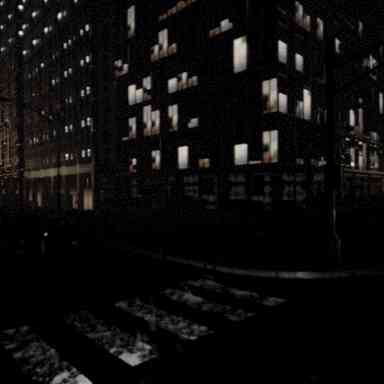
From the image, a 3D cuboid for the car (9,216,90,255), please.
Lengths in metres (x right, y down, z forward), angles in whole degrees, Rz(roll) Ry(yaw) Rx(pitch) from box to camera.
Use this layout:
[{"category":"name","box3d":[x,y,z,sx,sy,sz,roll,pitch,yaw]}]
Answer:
[{"category":"car","box3d":[-5.746,1.660,13.774,2.008,1.369,4.403,-3,1,-42]}]

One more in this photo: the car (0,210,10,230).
[{"category":"car","box3d":[-13.267,1.840,22.140,1.947,1.339,4.313,-3,1,-42]}]
